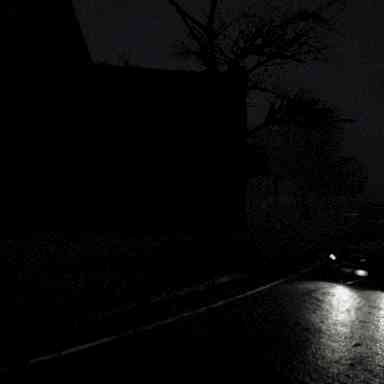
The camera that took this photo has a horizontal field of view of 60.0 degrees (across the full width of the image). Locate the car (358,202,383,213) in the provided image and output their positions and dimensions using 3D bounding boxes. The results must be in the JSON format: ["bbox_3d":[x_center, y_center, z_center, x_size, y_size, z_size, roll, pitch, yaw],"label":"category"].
[{"bbox_3d":[17.989,1.689,32.683,2.128,1.511,4.902,1,-1,8],"label":"car"}]

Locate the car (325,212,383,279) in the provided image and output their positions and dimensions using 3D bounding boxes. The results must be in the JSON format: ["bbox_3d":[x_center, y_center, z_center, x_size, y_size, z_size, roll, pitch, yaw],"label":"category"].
[{"bbox_3d":[5.746,1.583,10.175,2.033,1.411,5.357,0,0,38],"label":"car"}]
